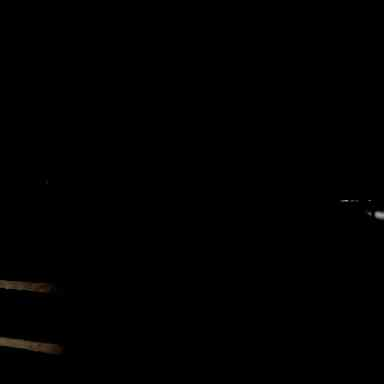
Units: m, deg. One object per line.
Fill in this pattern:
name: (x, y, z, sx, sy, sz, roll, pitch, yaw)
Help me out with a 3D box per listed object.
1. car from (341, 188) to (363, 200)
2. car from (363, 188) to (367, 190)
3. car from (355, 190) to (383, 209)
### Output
car: (21.206, 0.259, 44.800, 1.837, 1.490, 4.892, -1, 1, 18)
car: (26.795, 0.024, 52.666, 1.994, 1.385, 4.181, -1, 1, 18)
car: (15.968, 0.753, 29.163, 1.895, 1.301, 4.718, -1, 1, 18)
